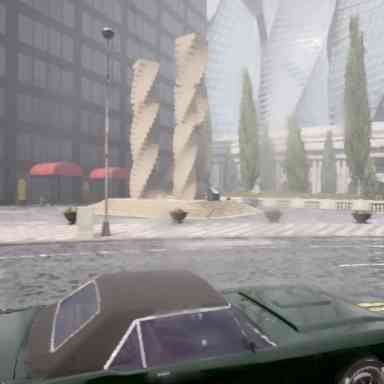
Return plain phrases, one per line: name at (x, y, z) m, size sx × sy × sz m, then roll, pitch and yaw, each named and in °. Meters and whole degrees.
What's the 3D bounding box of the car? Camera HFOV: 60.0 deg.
car at (-0.023, 1.589, 3.593) m, size 4.718 × 1.301 × 1.895 m, roll 1°, pitch 0°, yaw -19°
